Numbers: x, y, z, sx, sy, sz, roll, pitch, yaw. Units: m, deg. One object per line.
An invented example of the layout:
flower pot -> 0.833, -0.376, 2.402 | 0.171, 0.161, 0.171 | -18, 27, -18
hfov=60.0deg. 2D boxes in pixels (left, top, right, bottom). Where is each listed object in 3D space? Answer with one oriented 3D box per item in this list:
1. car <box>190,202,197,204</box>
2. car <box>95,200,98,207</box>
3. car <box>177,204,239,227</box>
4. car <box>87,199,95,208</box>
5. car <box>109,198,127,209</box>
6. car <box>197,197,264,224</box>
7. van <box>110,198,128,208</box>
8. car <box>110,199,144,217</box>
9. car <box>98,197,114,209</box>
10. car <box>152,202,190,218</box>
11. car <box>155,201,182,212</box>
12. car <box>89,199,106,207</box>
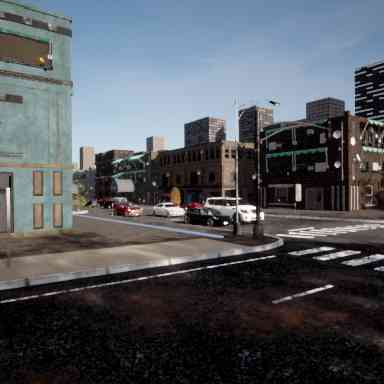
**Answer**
car -> -0.074, 1.903, 41.126 | 1.802, 1.307, 4.206 | -2, 0, -36
car -> -16.171, 1.939, 63.641 | 2.192, 1.841, 5.009 | -1, 0, -36
car -> 1.079, 1.814, 24.891 | 1.947, 1.339, 4.313 | -2, 0, -36
car -> -19.197, 2.159, 63.446 | 2.128, 1.511, 4.902 | -1, 0, -36
car -> -8.584, 1.931, 43.112 | 1.882, 1.535, 5.008 | -1, 0, -35
car -> 3.160, 1.445, 26.655 | 2.150, 2.045, 5.566 | -1, 0, -35
van -> -12.952, 1.906, 59.138 | 1.690, 1.788, 3.998 | -1, 0, -36
car -> -6.894, 1.846, 36.251 | 1.967, 1.590, 4.097 | -1, 0, -36
car -> -13.423, 2.066, 55.365 | 1.837, 1.490, 4.892 | -1, 0, -36
car -> -2.541, 1.862, 34.640 | 1.812, 1.442, 4.674 | -1, 0, -35
car -> -3.291, 1.965, 45.629 | 1.802, 1.307, 4.206 | -2, 0, -36
car -> -19.384, 2.227, 68.145 | 1.887, 1.381, 4.507 | -1, 0, -36
